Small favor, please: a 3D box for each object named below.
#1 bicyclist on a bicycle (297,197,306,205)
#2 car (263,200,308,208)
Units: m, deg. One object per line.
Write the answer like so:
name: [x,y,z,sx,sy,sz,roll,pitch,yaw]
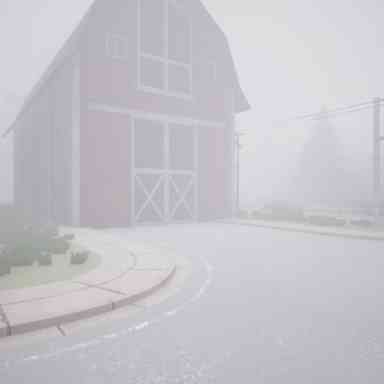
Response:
bicyclist on a bicycle: [13.338,1.322,40.263,1.656,1.620,0.582,46,-25,-24]
car: [9.300,1.518,33.125,2.128,1.511,4.902,0,0,-35]
